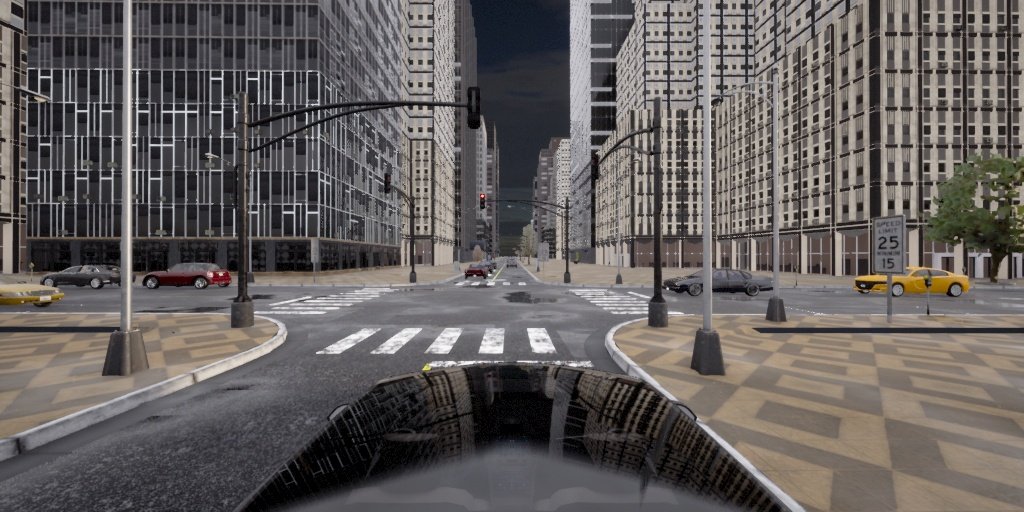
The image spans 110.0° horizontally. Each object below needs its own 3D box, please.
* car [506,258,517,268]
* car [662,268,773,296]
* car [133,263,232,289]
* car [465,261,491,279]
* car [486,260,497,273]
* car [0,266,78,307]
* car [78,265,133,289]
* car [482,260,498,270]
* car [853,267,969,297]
[{"bbox_3d":[-0.031,1.291,63.029,2.033,1.411,5.357,0,0,0],"label":"car"},{"bbox_3d":[10.933,1.362,19.107,5.357,1.411,2.033,0,0,-1],"label":"car"},{"bbox_3d":[-19.251,1.112,21.273,4.097,1.591,1.967,0,0,-1],"label":"car"},{"bbox_3d":[-3.154,1.350,32.375,1.895,1.301,4.718,0,0,-1],"label":"car"},{"bbox_3d":[-3.185,1.296,42.893,2.033,1.411,5.357,0,0,0],"label":"car"},{"bbox_3d":[-18.922,1.165,12.639,4.829,1.417,1.751,0,0,-1],"label":"car"},{"bbox_3d":[-24.927,1.189,21.139,4.403,1.370,2.007,0,0,-1],"label":"car"},{"bbox_3d":[-3.201,1.293,53.476,2.033,1.411,5.357,0,0,0],"label":"car"},{"bbox_3d":[21.346,1.339,19.304,5.008,1.535,1.882,0,0,-1],"label":"car"}]
